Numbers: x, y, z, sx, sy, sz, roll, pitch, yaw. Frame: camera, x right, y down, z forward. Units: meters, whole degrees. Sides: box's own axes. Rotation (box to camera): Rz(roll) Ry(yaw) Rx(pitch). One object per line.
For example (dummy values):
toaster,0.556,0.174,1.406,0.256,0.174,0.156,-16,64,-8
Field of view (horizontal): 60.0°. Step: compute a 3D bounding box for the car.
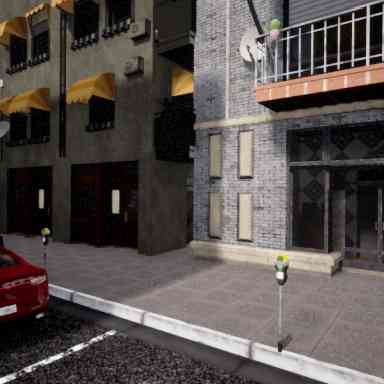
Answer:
car,-4.421,1.544,6.028,4.507,1.381,1.887,0,1,36
